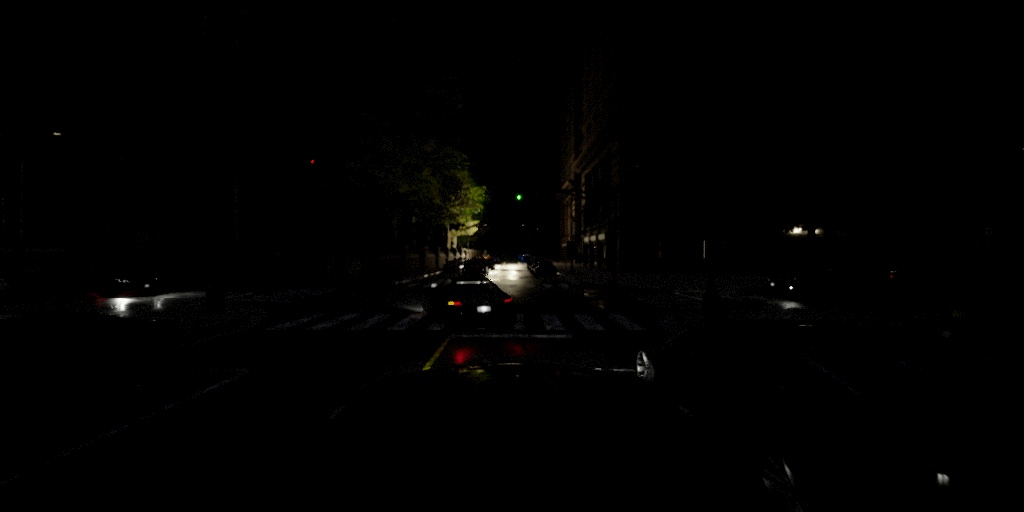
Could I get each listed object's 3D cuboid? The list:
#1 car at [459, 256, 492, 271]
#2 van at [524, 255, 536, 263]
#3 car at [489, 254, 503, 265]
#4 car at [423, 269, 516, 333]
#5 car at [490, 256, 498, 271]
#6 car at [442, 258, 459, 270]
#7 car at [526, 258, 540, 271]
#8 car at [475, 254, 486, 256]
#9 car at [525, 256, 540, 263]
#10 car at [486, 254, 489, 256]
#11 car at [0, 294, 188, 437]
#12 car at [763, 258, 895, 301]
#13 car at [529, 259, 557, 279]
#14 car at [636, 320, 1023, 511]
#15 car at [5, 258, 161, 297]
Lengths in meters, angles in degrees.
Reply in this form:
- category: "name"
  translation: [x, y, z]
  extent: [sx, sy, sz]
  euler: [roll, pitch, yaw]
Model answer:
- category: "car"
  translation: [-3.105, 1.044, 31.278]
  extent: [1.882, 1.535, 5.008]
  euler: [0, 0, 0]
- category: "van"
  translation: [2.746, 0.809, 46.446]
  extent: [1.690, 1.789, 3.998]
  euler: [0, 0, 0]
- category: "car"
  translation: [-3.041, 0.879, 63.101]
  extent: [1.812, 1.442, 4.674]
  euler: [0, 0, 0]
- category: "car"
  translation: [-1.397, 1.270, 10.703]
  extent: [1.994, 1.385, 4.181]
  euler: [0, 0, -21]
- category: "car"
  translation: [-3.102, 1.013, 43.574]
  extent: [1.812, 1.442, 4.674]
  euler: [0, 0, 1]
- category: "car"
  translation: [-5.775, 1.089, 35.622]
  extent: [2.007, 1.370, 4.403]
  euler: [0, 0, 0]
- category: "car"
  translation: [2.750, 1.105, 35.605]
  extent: [1.948, 1.339, 4.313]
  euler: [0, 0, 0]
- category: "car"
  translation: [-5.784, 0.834, 57.303]
  extent: [1.967, 1.591, 4.097]
  euler: [0, 0, 0]
- category: "car"
  translation: [2.748, 1.030, 41.196]
  extent: [1.751, 1.417, 4.829]
  euler: [0, 0, 0]
- category: "car"
  translation: [-5.786, 0.671, 62.723]
  extent: [2.192, 1.841, 5.009]
  euler: [0, 0, 0]
- category: "car"
  translation: [-5.763, 1.319, 3.763]
  extent: [1.802, 1.307, 4.207]
  euler: [0, 0, 0]
- category: "car"
  translation: [16.108, 1.139, 18.359]
  extent: [5.566, 2.045, 2.150]
  euler: [1, 1, 0]
- category: "car"
  translation: [2.752, 1.139, 30.185]
  extent: [1.948, 1.339, 4.313]
  euler: [0, 0, 0]
- category: "car"
  translation: [2.762, 1.304, 3.748]
  extent: [1.948, 1.339, 4.313]
  euler: [0, 0, 0]
- category: "car"
  translation: [-17.760, 0.926, 15.177]
  extent: [4.674, 1.442, 1.812]
  euler: [1, 1, 0]
